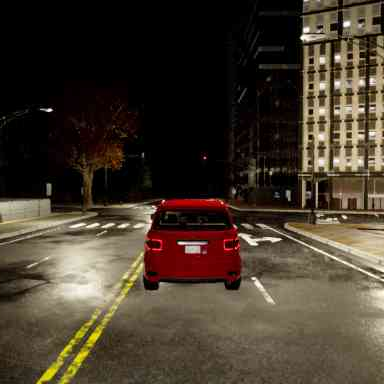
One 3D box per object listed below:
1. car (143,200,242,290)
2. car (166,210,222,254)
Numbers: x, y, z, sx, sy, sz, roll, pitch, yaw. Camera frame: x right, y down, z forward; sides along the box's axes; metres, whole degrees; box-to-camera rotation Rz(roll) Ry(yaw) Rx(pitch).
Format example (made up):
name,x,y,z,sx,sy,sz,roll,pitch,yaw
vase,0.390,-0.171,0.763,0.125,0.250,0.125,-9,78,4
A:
name,x,y,z,sx,sy,sz,roll,pitch,yaw
car,-0.020,1.218,9.188,2.150,2.045,5.566,0,0,-1
car,0.066,1.560,14.127,1.994,1.385,4.181,0,0,0
